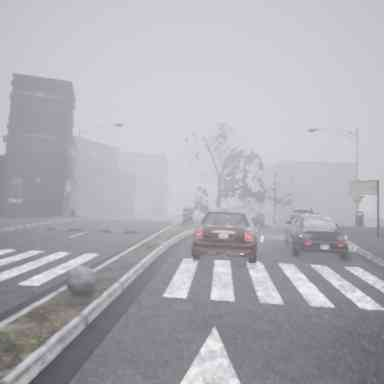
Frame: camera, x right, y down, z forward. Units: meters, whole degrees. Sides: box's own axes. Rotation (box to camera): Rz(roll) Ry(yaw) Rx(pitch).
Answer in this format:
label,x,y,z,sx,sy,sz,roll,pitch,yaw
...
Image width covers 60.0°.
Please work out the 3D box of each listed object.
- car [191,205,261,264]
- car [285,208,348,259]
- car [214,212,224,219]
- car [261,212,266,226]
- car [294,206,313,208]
label,x,y,z,sx,sy,sz,roll,pitch,yaw
car,1.372,1.370,12.375,2.097,1.767,4.553,2,1,11
car,4.803,1.624,13.232,1.812,1.442,4.674,2,1,11
car,6.385,5.588,79.581,2.033,1.411,5.357,2,0,2
car,3.589,1.598,22.106,2.033,1.411,5.357,0,-2,22
car,8.537,1.876,25.265,1.837,1.490,4.892,0,-5,24
